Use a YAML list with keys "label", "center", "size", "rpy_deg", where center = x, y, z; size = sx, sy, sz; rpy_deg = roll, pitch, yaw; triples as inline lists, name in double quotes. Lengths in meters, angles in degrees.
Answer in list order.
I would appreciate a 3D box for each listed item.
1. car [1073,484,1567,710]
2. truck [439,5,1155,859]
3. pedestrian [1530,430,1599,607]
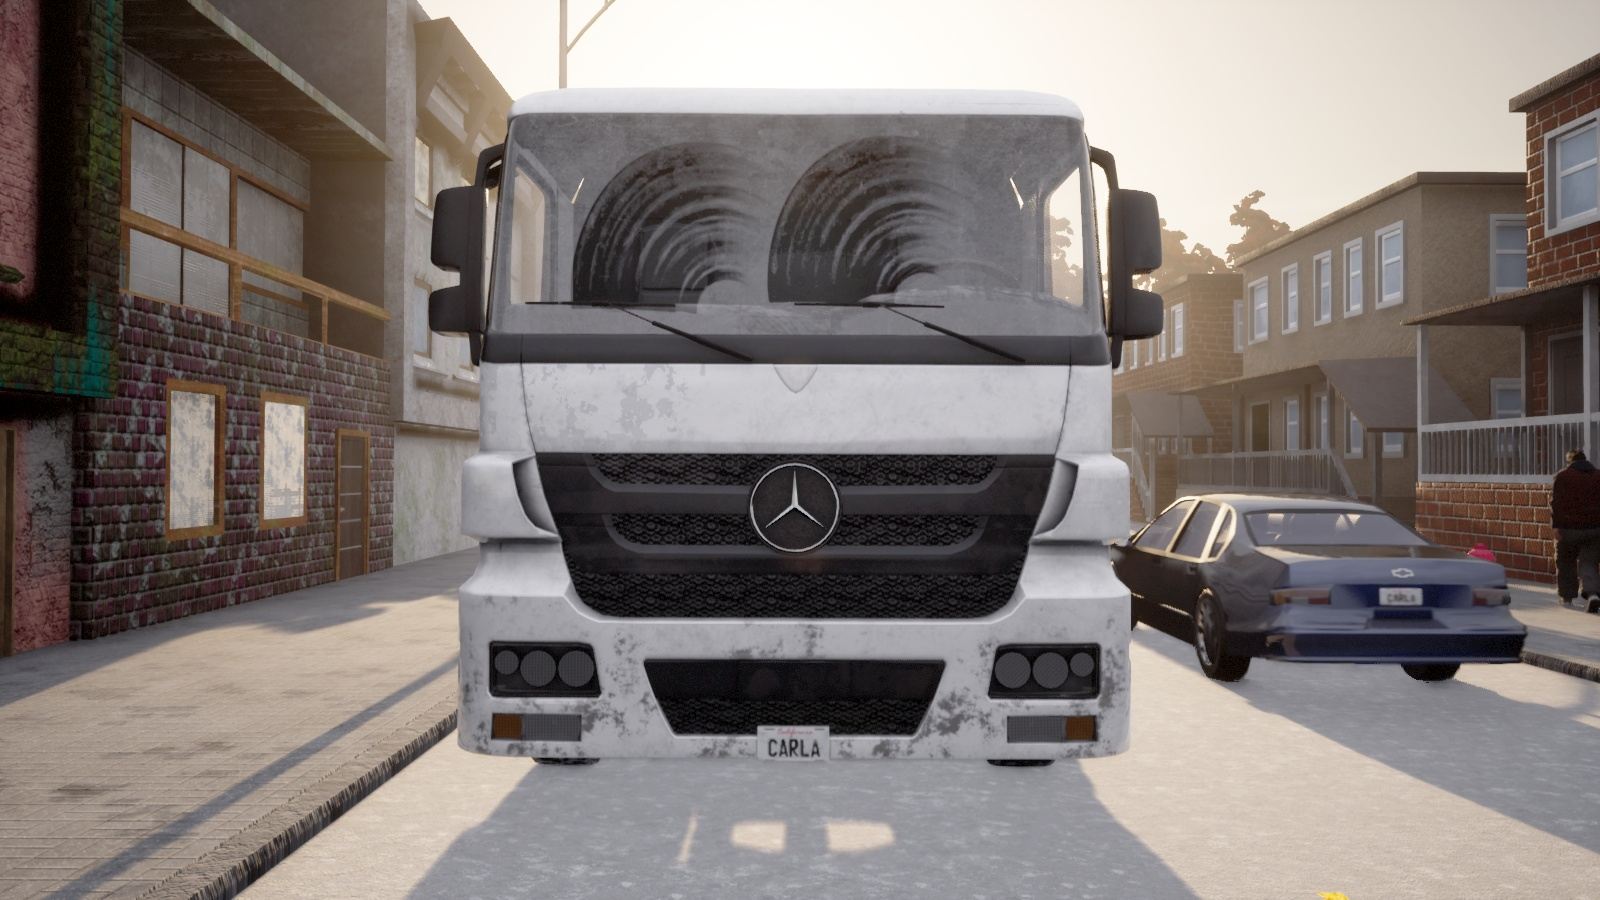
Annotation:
- label: "car"
  center: [3.974, 1.028, 10.872]
  size: [2.033, 1.411, 5.357]
  rpy_deg: [0, -1, 0]
- label: "truck"
  center: [-0.025, -0.015, 9.071]
  size: [2.891, 3.462, 7.936]
  rpy_deg: [0, -1, 0]
- label: "pedestrian"
  center: [8.362, 0.717, 13.528]
  size: [0.634, 1.844, 0.899]
  rpy_deg: [0, -1, 16]
